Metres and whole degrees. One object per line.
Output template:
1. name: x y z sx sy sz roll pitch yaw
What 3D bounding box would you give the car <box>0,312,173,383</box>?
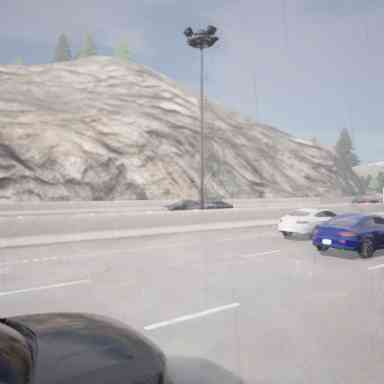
1. car: -2.389 1.505 2.041 4.892 1.490 1.837 0 0 -36

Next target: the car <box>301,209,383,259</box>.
1. car: 6.461 1.527 12.651 4.674 1.442 1.812 0 0 -36

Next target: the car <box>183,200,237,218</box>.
1. car: 1.713 1.507 31.004 4.892 1.490 1.837 0 0 -35

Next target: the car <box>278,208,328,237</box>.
1. car: 6.343 1.527 16.867 4.674 1.442 1.812 0 0 -36

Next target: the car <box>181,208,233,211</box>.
1. car: 0.834 1.603 26.081 4.718 1.301 1.895 0 0 -35
